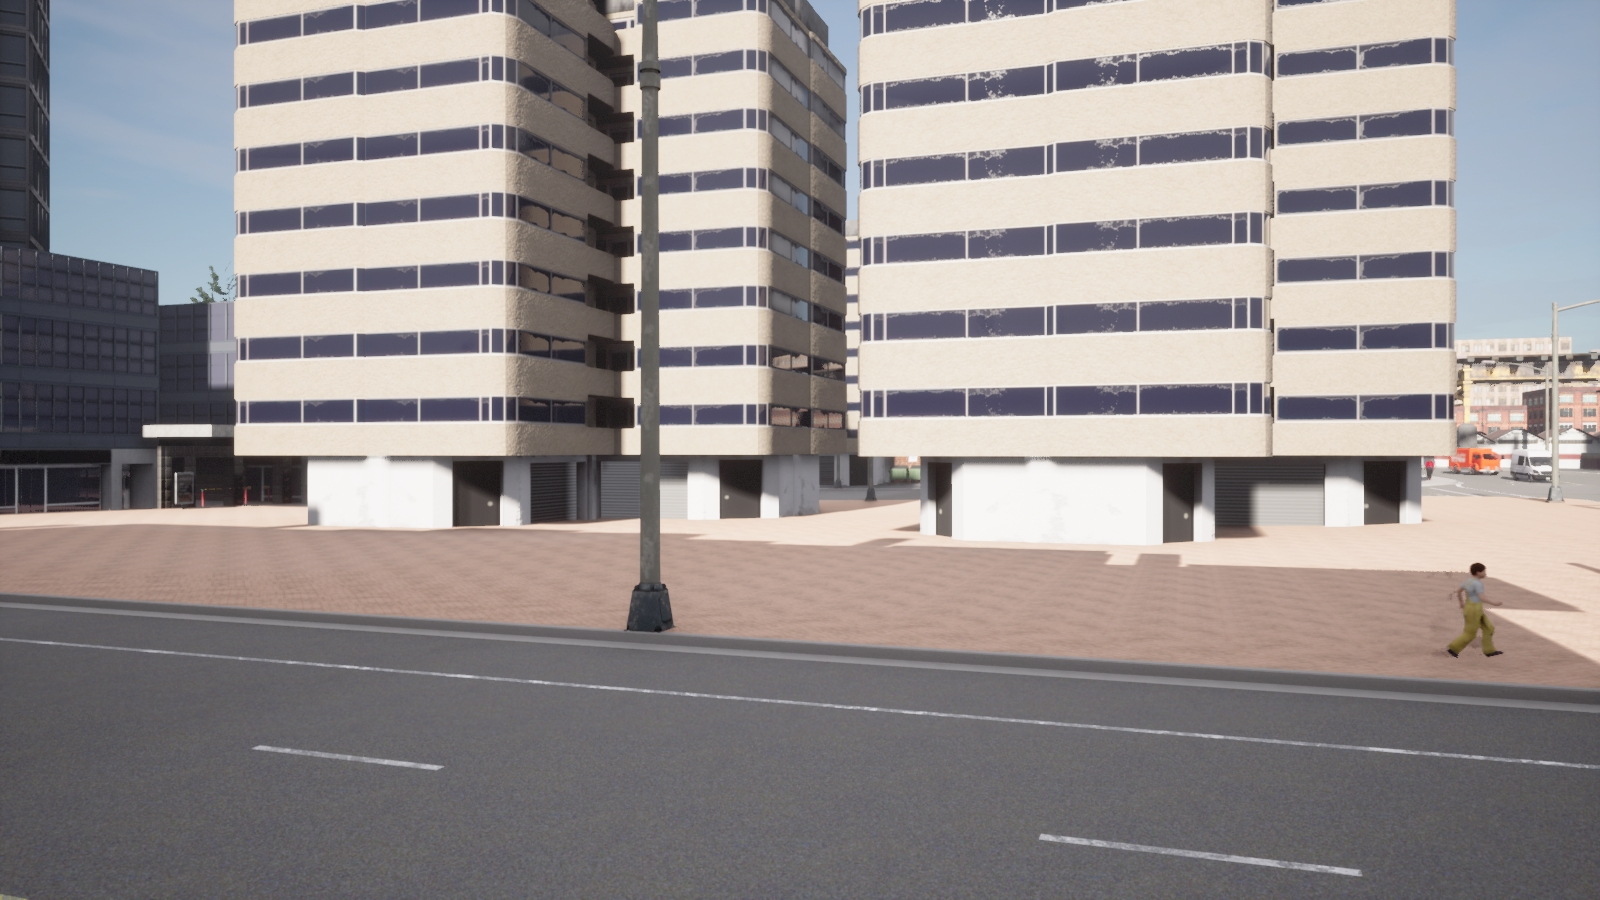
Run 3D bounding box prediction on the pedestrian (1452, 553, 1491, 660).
[{"bbox_3d":[8.526,1.976,14.512,0.375,1.300,0.375,0,0,22],"label":"pedestrian"}]
